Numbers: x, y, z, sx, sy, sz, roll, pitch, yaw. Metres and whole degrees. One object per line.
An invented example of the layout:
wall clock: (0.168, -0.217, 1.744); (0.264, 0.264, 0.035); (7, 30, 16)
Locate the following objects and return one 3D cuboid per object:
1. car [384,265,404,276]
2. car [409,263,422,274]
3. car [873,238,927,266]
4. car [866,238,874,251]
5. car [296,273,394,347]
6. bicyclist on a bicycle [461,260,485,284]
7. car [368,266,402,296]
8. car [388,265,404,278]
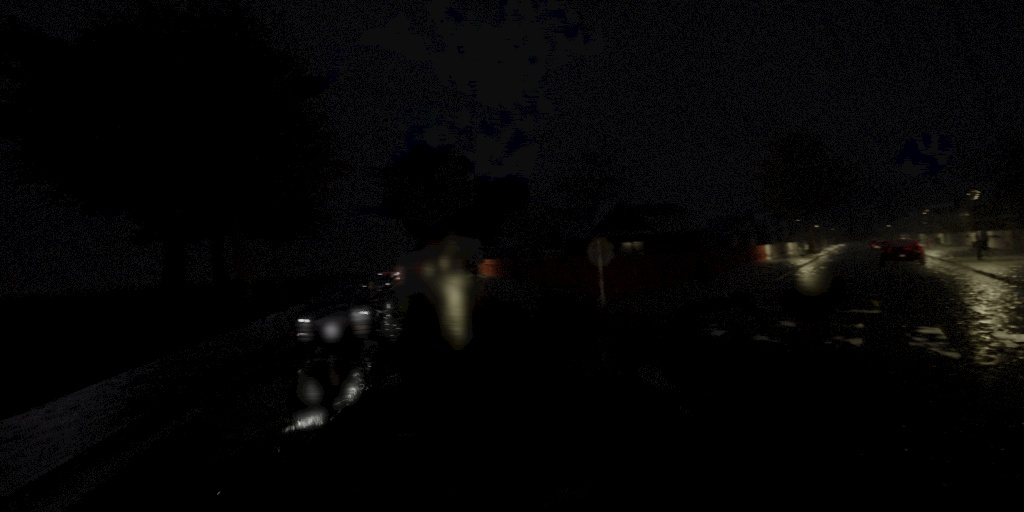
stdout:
car: (-11.875, 1.742, 34.902); (2.097, 1.767, 4.553); (-5, 0, -16)
car: (-15.336, 2.016, 57.104); (2.033, 1.411, 5.357); (-5, 1, -16)
car: (24.128, -0.293, 22.335); (1.882, 1.535, 5.008); (-5, -1, 44)
car: (44.471, -1.362, 43.232); (1.895, 1.301, 4.718); (-5, -1, 44)
car: (-4.898, 1.516, 10.740); (2.128, 1.511, 4.902); (-5, 0, -16)
bicyclist on a bicycle: (-2.680, 1.057, 24.105); (1.656, 1.620, 0.582); (-5, 0, -16)
car: (-8.329, 1.696, 22.662); (2.128, 1.511, 4.902); (-5, 0, -16)
car: (-16.229, 2.082, 50.289); (1.882, 1.535, 5.008); (-5, 0, -16)
